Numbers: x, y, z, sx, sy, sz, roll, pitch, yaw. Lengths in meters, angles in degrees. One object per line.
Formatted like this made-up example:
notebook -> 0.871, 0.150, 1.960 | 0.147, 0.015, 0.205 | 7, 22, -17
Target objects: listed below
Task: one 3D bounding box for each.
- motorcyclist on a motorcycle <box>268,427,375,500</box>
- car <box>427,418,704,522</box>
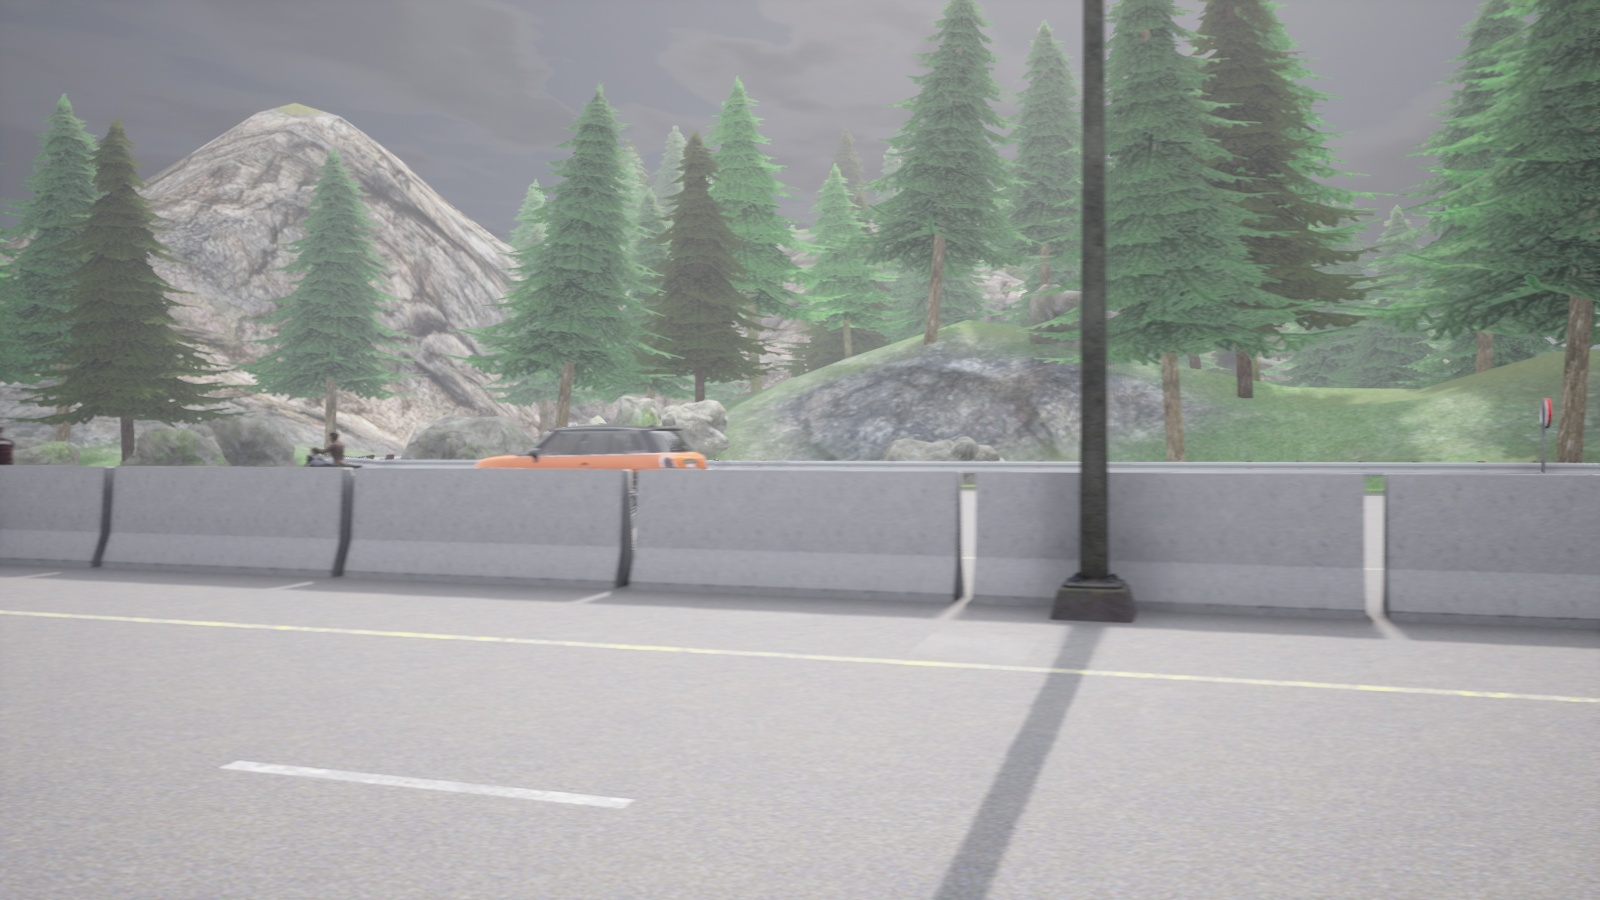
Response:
motorcyclist on a motorcycle -> -11.074, 0.294, 29.065 | 2.350, 1.649, 0.766 | 0, 1, 19
car -> -4.286, 0.313, 23.094 | 4.553, 1.767, 2.097 | 0, 1, 19
